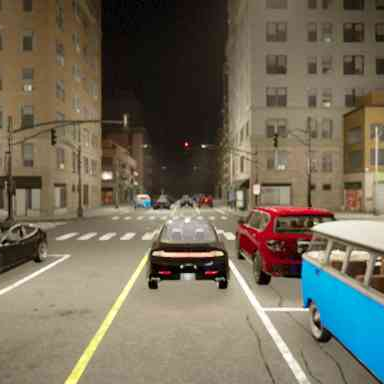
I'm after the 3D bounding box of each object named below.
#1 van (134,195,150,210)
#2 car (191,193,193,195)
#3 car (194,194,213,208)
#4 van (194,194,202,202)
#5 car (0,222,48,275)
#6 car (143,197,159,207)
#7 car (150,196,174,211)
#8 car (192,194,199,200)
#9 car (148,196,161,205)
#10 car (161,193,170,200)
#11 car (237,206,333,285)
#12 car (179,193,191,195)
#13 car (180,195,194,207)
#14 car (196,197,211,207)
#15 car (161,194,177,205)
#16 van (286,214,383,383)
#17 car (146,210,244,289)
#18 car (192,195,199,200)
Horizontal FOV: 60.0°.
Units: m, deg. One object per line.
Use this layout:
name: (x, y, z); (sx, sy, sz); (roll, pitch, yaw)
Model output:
van: (-6.145, 1.294, 41.202); (1.690, 1.788, 3.998); (0, 0, -1)
car: (1.448, 1.234, 68.380); (2.192, 1.841, 5.009); (0, 0, -1)
car: (1.866, 1.261, 46.758); (2.192, 1.841, 5.009); (0, 0, -1)
van: (1.344, 1.253, 73.785); (1.690, 1.788, 3.998); (0, 0, -1)
car: (-5.536, 1.556, 9.245); (1.947, 1.339, 4.313); (0, 0, -1)
car: (-6.342, 1.505, 52.013); (1.947, 1.339, 4.313); (0, 0, -1)
car: (-3.557, 1.518, 39.940); (1.994, 1.385, 4.181); (0, 0, -1)
car: (0.925, 1.324, 95.405); (1.967, 1.590, 4.097); (0, 0, -1)
car: (-6.440, 1.477, 57.419); (1.887, 1.381, 4.507); (0, 0, -1)
car: (-7.029, 1.206, 89.850); (2.192, 1.841, 5.009); (0, 0, -1)
car: (2.487, 1.305, 9.393); (2.192, 1.841, 5.009); (0, 0, -1)
car: (-1.394, 1.448, 76.916); (2.033, 1.411, 5.357); (0, 0, -1)
car: (-0.801, 1.543, 50.125); (1.895, 1.301, 4.718); (0, 0, -1)
car: (1.762, 1.490, 52.164); (2.008, 1.369, 4.403); (0, 0, -1)
car: (-3.860, 1.534, 57.421); (1.895, 1.301, 4.718); (0, 0, -1)
van: (2.589, 1.337, 3.882); (1.690, 1.788, 3.998); (0, 0, -1)
car: (-0.093, 1.482, 9.088); (2.128, 1.511, 4.902); (0, 0, 0)
car: (1.027, 1.416, 90.171); (1.752, 1.417, 4.829); (0, 0, -1)
